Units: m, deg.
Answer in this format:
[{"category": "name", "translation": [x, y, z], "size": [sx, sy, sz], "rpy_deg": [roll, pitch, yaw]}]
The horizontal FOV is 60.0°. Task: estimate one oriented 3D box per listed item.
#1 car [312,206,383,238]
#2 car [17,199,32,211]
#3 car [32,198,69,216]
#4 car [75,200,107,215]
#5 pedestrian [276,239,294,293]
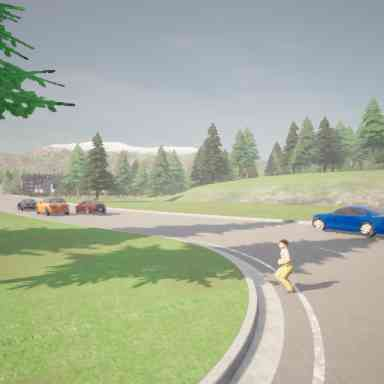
[{"category": "car", "translation": [8.757, 1.477, 17.906], "size": [1.882, 1.535, 5.008], "rpy_deg": [1, 0, -26]}, {"category": "car", "translation": [-19.924, 1.547, 40.348], "size": [2.033, 1.411, 5.357], "rpy_deg": [0, 0, -34]}, {"category": "car", "translation": [-13.891, 1.352, 32.979], "size": [2.097, 1.767, 4.553], "rpy_deg": [0, 0, -40]}, {"category": "car", "translation": [-10.422, 1.526, 34.211], "size": [1.812, 1.442, 4.674], "rpy_deg": [0, 0, -40]}, {"category": "pedestrian", "translation": [2.135, 1.574, 7.416], "size": [0.375, 1.300, 0.375], "rpy_deg": [0, 0, 6]}]
